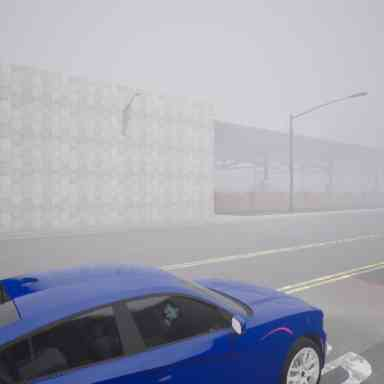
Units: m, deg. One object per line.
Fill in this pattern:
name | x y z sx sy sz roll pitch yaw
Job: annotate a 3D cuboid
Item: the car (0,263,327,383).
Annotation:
car | -0.683 1.478 3.262 5.008 1.535 1.882 0 0 -36
